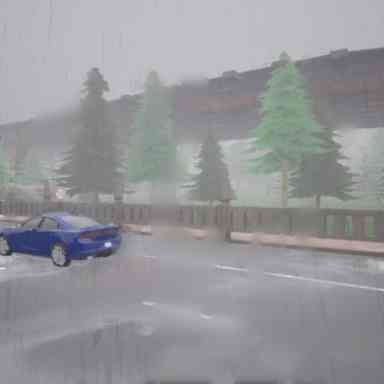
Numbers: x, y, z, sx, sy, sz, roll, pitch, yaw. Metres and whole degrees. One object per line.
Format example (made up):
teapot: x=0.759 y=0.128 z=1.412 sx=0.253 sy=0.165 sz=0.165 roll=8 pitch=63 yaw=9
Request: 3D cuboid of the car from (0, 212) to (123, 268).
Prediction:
car: x=-4.538 y=1.412 z=11.166 sx=5.008 sy=1.535 sz=1.882 roll=0 pitch=0 yaw=33
